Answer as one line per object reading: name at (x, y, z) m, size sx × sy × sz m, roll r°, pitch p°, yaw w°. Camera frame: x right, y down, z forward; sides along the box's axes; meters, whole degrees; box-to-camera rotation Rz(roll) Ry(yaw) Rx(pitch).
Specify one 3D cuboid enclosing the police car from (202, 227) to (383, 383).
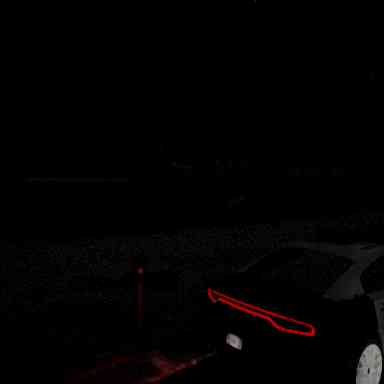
police car at (2.551, 1.391, 5.134) m, size 5.238 × 1.638 × 1.930 m, roll -1°, pitch 0°, yaw -36°
